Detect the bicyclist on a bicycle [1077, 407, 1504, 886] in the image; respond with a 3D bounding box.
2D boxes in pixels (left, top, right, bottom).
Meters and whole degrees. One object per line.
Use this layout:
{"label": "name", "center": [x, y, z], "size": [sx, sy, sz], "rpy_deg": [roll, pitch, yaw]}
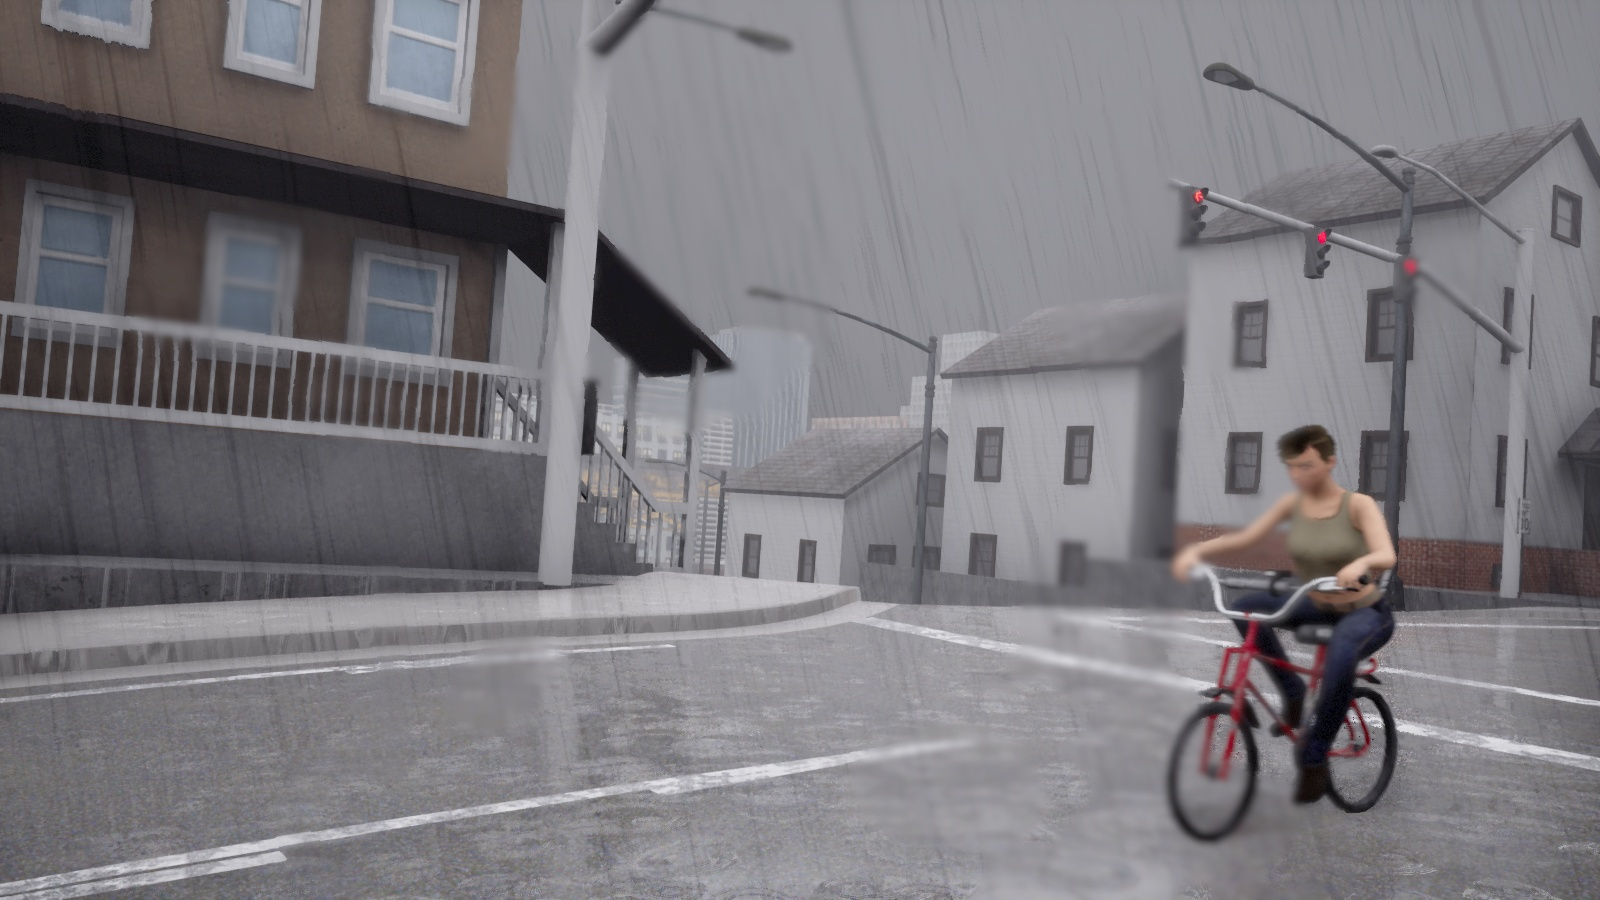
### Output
{"label": "bicyclist on a bicycle", "center": [1.978, 0.691, 5.027], "size": [1.509, 1.612, 0.866], "rpy_deg": [3, -2, -35]}
